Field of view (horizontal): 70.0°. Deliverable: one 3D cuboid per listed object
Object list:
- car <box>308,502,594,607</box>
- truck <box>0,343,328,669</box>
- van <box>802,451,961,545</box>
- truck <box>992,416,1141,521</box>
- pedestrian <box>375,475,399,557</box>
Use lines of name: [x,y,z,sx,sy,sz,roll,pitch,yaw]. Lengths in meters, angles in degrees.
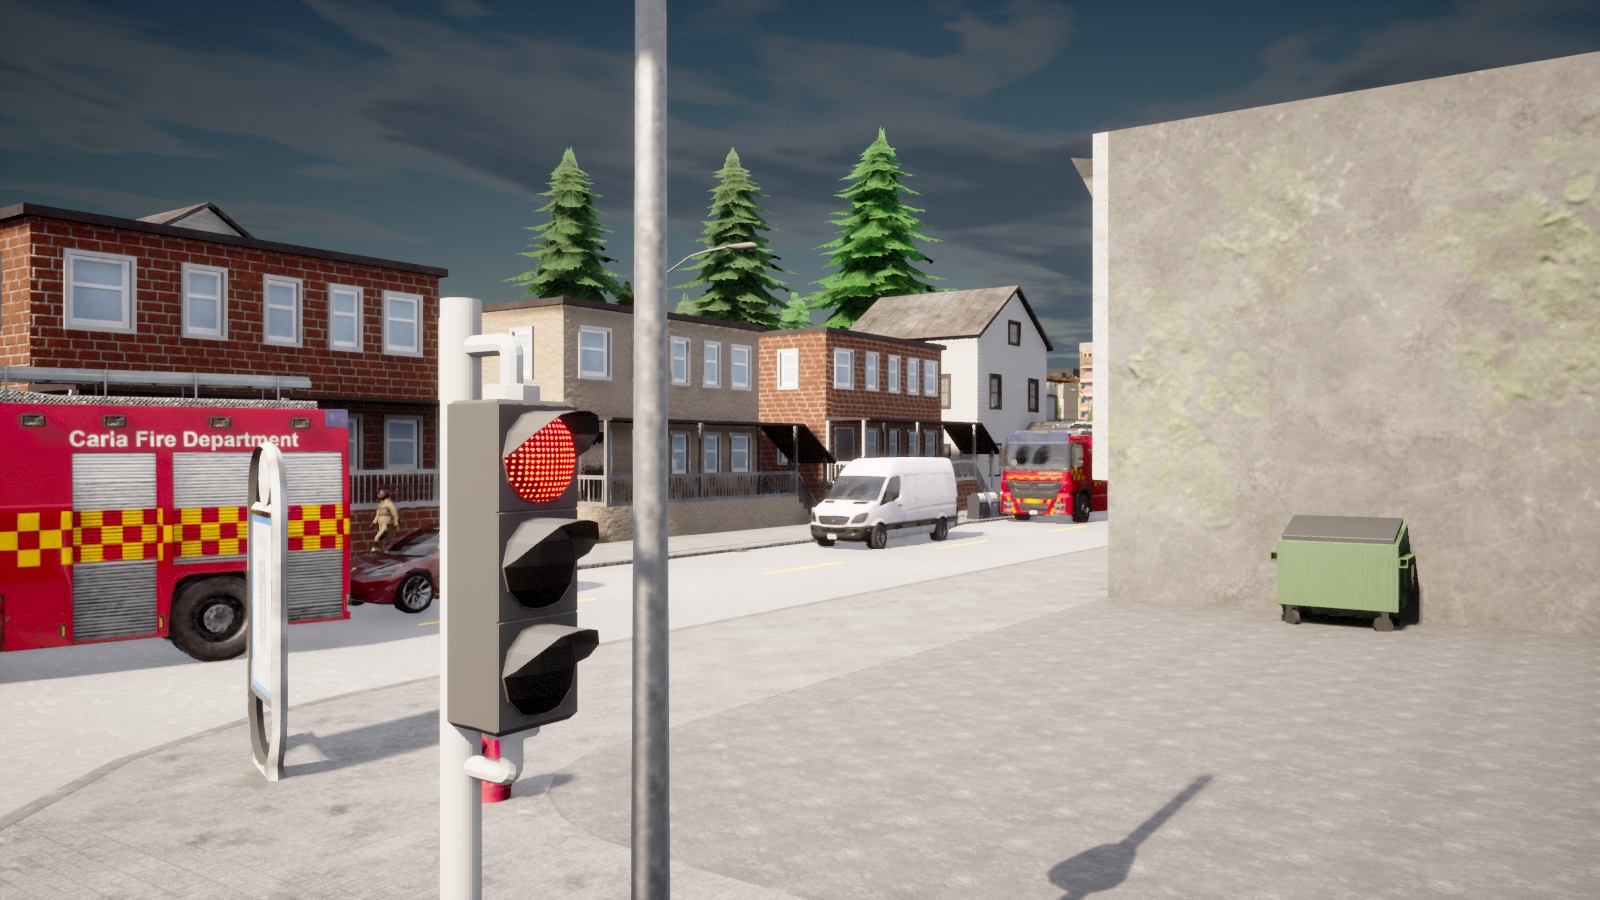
car: [-6.369,1.835,21.396,2.163,1.488,4.792,0,0,35]
truck: [-10.703,0.661,14.196,8.468,3.827,2.891,0,0,-39]
van: [2.561,1.307,34.128,1.988,2.561,5.915,0,0,35]
truck: [10.925,0.661,46.058,2.891,3.827,8.468,0,0,35]
pedestrian: [-9.463,1.506,26.177,0.375,1.860,0.375,0,0,36]
